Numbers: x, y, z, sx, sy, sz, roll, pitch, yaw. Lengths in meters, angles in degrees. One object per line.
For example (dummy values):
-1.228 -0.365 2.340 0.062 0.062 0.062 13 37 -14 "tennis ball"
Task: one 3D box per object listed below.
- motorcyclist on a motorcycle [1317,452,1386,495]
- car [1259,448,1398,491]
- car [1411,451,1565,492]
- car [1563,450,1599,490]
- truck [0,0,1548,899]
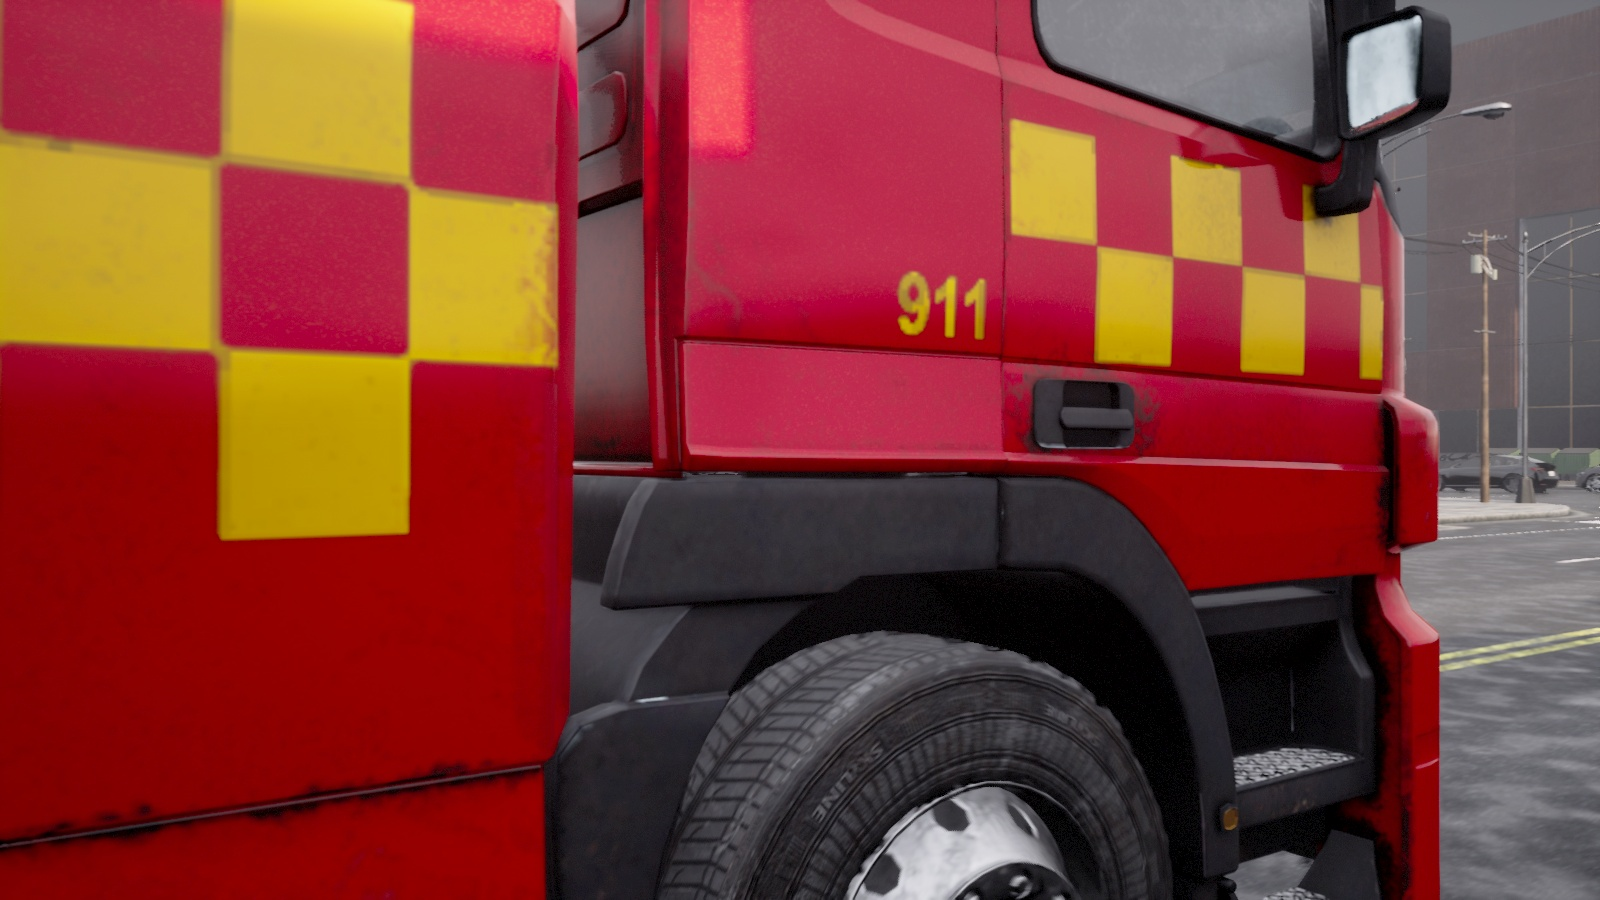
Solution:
20.134 0.850 45.906 0.866 1.530 2.191 0 0 -34 "motorcyclist on a motorcycle"
21.195 0.754 50.547 2.033 1.649 4.856 0 0 -34 "car"
26.636 0.808 48.787 2.163 1.488 4.792 0 0 -34 "car"
31.884 0.750 47.307 2.128 1.511 4.902 0 0 -34 "car"
-2.375 -0.410 2.010 8.468 3.827 2.891 0 0 -35 "truck"
